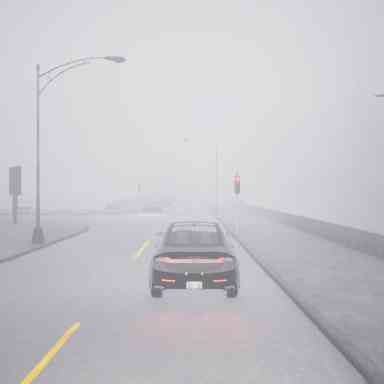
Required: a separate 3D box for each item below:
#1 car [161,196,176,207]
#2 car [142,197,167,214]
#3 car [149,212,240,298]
[{"bbox_3d":[-4.114,1.351,51.601,2.097,1.767,4.553,0,0,0],"label":"car"},{"bbox_3d":[-4.114,1.564,35.285,1.994,1.385,4.181,0,0,0],"label":"car"},{"bbox_3d":[0.059,1.492,8.514,2.128,1.511,4.902,0,0,0],"label":"car"}]
